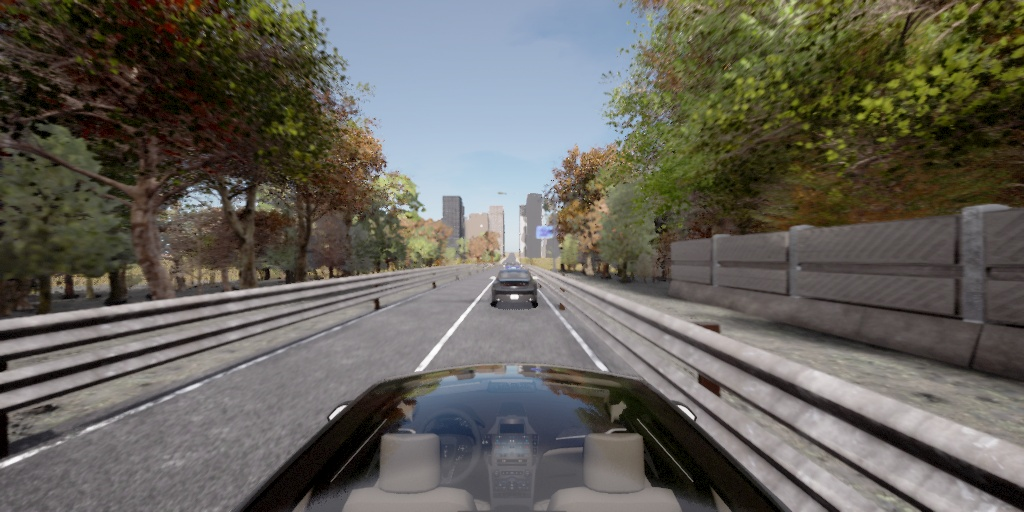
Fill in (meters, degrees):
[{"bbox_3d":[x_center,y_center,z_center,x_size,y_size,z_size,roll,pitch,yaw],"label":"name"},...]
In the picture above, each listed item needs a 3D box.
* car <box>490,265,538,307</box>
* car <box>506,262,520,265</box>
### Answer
[{"bbox_3d":[0.095,1.305,15.865,1.837,1.490,4.892,0,0,0],"label":"car"},{"bbox_3d":[0.090,1.420,39.522,2.097,1.767,4.553,0,-1,0],"label":"car"}]
